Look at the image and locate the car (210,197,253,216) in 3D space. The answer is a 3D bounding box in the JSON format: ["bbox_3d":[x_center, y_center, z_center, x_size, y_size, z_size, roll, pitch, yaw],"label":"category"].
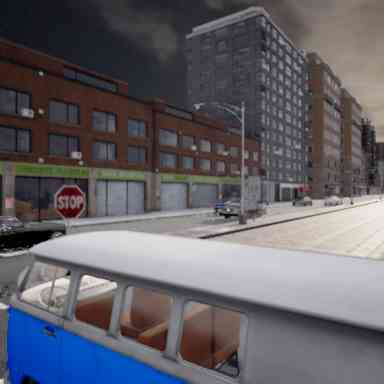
[{"bbox_3d":[3.806,1.318,31.186,1.882,1.535,5.008,0,0,36],"label":"car"}]

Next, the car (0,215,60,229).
[{"bbox_3d":[-6.568,1.465,11.560,1.895,1.301,4.718,0,0,35],"label":"car"}]

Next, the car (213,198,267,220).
[{"bbox_3d":[4.137,1.400,26.570,2.033,1.411,5.357,0,0,35],"label":"car"}]

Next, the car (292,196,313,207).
[{"bbox_3d":[16.101,1.333,48.254,1.812,1.442,4.674,0,0,36],"label":"car"}]

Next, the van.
[{"bbox_3d":[0.026,1.327,2.795,3.998,1.788,1.690,1,0,35],"label":"van"}]

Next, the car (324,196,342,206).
[{"bbox_3d":[21.783,1.312,51.324,1.812,1.442,4.674,0,0,36],"label":"car"}]
